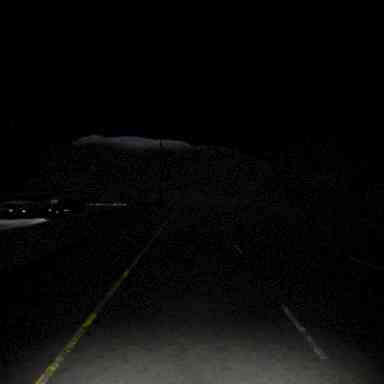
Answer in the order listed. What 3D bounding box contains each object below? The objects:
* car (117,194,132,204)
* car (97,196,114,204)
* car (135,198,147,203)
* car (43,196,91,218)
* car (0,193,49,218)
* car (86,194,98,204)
[{"bbox_3d":[-14.010,1.429,69.154,2.150,2.045,5.566,0,-1,0],"label":"car"},{"bbox_3d":[-17.510,1.682,69.180,1.882,1.535,5.008,0,-1,0],"label":"car"},{"bbox_3d":[-10.510,1.799,69.149,1.895,1.301,4.718,0,-1,0],"label":"car"},{"bbox_3d":[-10.596,1.365,28.509,1.837,1.490,4.892,0,0,0],"label":"car"},{"bbox_3d":[-14.096,1.081,28.653,2.150,2.045,5.566,0,0,0],"label":"car"},{"bbox_3d":[-21.010,1.429,69.153,2.150,2.045,5.566,0,-1,0],"label":"car"}]
